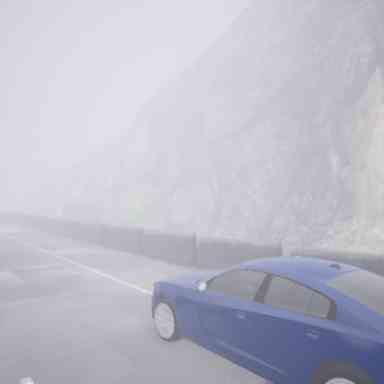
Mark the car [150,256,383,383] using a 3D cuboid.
[{"bbox_3d":[1.277,1.690,4.834,1.882,1.535,5.008,2,-3,-40],"label":"car"}]
